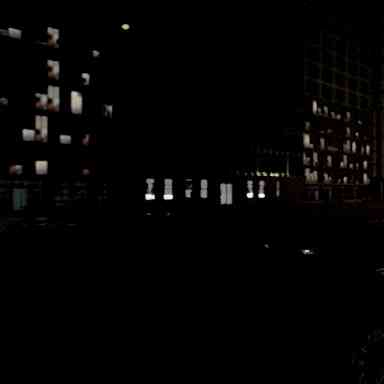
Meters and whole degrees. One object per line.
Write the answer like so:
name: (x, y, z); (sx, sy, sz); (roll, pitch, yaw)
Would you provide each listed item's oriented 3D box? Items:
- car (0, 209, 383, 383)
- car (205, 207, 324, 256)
car: (-0.098, 1.221, 3.369); (5.566, 2.045, 2.150); (0, 0, -35)
car: (3.147, 1.485, 13.913); (4.902, 1.511, 2.128); (0, 0, -35)
